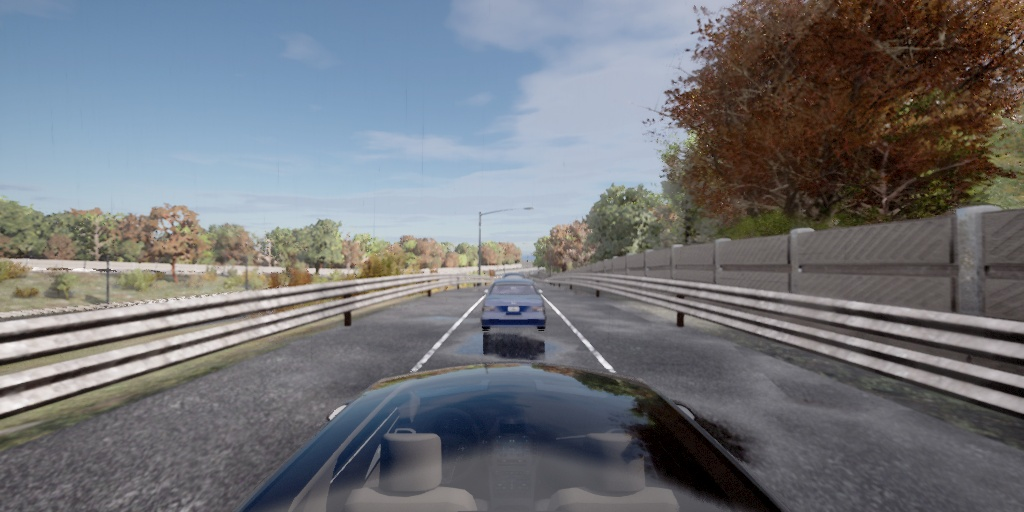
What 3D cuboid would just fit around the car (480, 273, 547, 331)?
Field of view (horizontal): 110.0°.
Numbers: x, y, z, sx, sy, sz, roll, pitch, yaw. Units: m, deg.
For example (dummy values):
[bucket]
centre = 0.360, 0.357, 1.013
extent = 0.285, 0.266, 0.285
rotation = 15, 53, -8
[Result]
[car]
centre = 0.044, 1.434, 11.507
extent = 2.033, 1.411, 5.357
rotation = 0, -1, 0
